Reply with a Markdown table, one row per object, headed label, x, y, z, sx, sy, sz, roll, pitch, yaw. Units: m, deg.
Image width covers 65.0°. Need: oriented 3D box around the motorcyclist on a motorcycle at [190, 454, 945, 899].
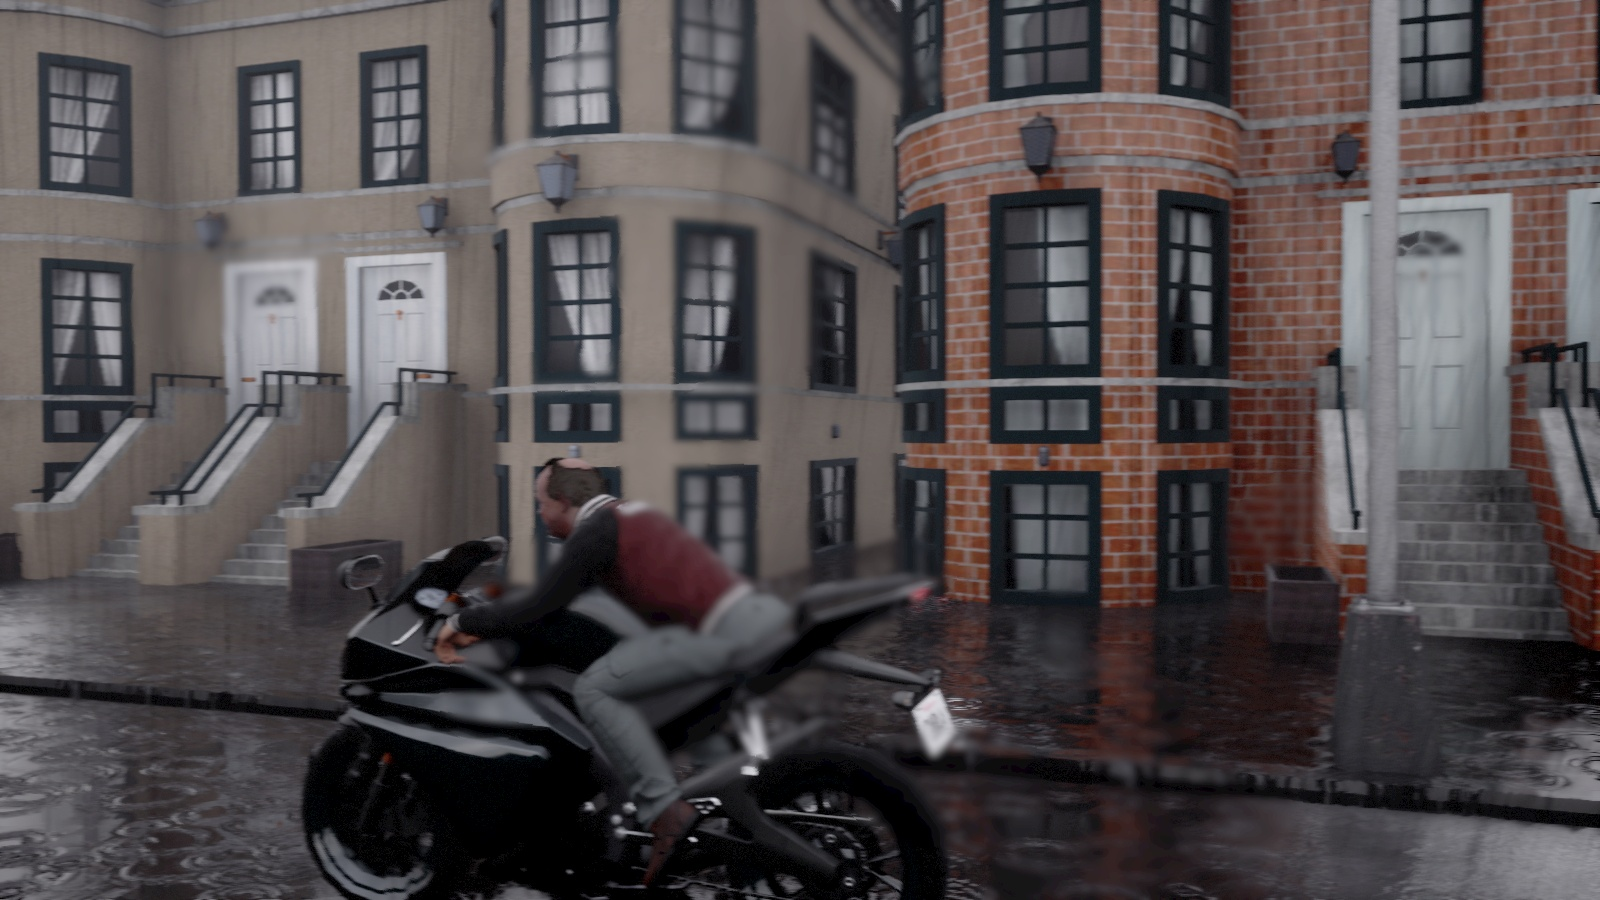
| label | x | y | z | sx | sy | sz | roll | pitch | yaw |
| --- | --- | --- | --- | --- | --- | --- | --- | --- | --- |
| motorcyclist on a motorcycle | -0.716 | 0.795 | 3.963 | 2.191 | 1.530 | 0.866 | 1 | 1 | 19 |
